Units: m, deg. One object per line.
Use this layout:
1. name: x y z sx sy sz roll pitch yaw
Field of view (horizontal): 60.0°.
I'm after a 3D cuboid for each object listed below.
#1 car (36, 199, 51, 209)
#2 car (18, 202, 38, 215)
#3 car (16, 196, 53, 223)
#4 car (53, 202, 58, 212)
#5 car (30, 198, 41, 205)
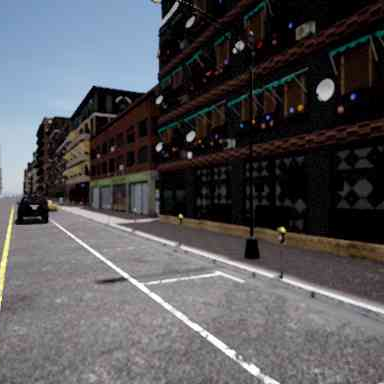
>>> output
1. car: -23.265 1.833 52.053 1.887 1.381 4.507 0 0 -28
2. car: -18.852 1.816 38.188 1.895 1.301 4.718 0 0 -28
3. car: -13.025 1.367 27.236 2.150 2.045 5.566 0 -1 -28
4. car: -18.055 1.760 42.249 1.752 1.417 4.829 0 0 -28
5. car: -33.843 1.947 71.962 2.008 1.369 4.403 0 0 -28
